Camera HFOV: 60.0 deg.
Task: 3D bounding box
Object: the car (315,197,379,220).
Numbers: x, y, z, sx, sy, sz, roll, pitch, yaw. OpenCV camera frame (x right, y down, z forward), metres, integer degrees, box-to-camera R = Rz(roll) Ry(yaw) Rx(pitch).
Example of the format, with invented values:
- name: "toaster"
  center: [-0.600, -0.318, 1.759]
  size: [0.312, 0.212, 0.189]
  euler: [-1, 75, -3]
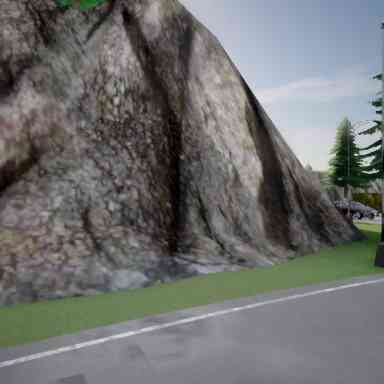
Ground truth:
- name: "car"
  center: [13.459, 1.491, 28.497]
  size: [2.128, 1.511, 4.902]
  euler: [0, 0, -25]
